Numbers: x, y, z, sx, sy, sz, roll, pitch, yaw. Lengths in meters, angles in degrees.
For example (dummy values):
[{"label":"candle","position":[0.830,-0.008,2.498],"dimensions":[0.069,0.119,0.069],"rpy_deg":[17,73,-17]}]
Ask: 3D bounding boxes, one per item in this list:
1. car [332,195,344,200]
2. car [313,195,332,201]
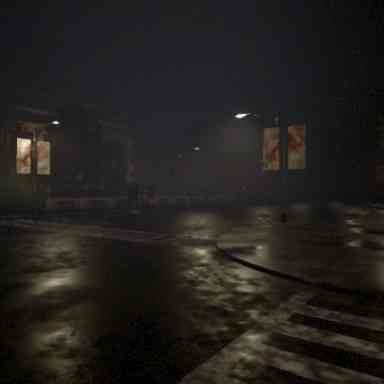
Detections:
[{"label":"car","position":[37.177,1.520,86.689],"dimensions":[4.718,1.301,1.895],"rpy_deg":[0,0,-25]},{"label":"car","position":[32.322,1.438,83.645],"dimensions":[4.674,1.452,2.002],"rpy_deg":[0,0,-35]}]
